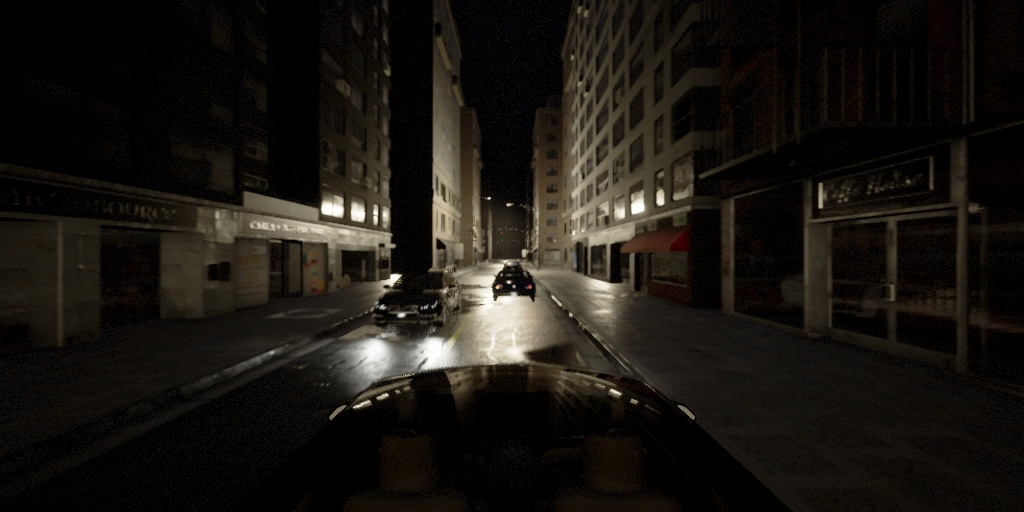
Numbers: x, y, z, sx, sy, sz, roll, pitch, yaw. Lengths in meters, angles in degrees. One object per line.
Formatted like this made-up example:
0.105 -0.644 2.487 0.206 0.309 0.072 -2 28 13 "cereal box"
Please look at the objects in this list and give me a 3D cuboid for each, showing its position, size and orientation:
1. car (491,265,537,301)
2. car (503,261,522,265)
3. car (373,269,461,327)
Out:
0.084 1.280 16.926 1.895 1.301 4.718 0 0 0 "car"
0.072 1.167 35.148 1.994 1.385 4.181 0 0 0 "car"
-2.756 1.211 11.373 1.837 1.490 4.892 0 0 0 "car"
